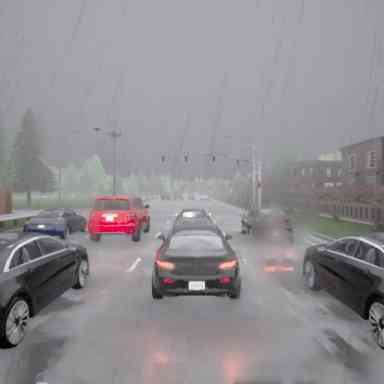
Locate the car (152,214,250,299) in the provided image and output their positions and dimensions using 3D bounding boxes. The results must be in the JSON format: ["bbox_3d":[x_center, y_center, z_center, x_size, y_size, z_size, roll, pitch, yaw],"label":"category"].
[{"bbox_3d":[0.085,1.522,8.315,1.812,1.442,4.674,0,0,0],"label":"car"}]

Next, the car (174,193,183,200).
[{"bbox_3d":[-3.622,1.174,89.815,2.150,2.045,5.566,0,0,0],"label":"car"}]

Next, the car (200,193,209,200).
[{"bbox_3d":[3.378,1.174,89.824,2.150,2.045,5.566,0,0,0],"label":"car"}]

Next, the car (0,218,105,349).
[{"bbox_3d":[-3.417,1.489,6.231,2.128,1.511,4.902,0,0,0],"label":"car"}]

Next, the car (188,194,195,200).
[{"bbox_3d":[-0.122,1.489,89.790,2.033,1.411,5.357,0,0,0],"label":"car"}]

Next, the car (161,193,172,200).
[{"bbox_3d":[-7.122,1.174,89.810,2.150,2.045,5.566,0,0,0],"label":"car"}]

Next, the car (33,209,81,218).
[{"bbox_3d":[-6.936,1.556,17.315,1.994,1.385,4.181,0,0,0],"label":"car"}]

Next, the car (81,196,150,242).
[{"bbox_3d":[-3.435,1.214,16.541,2.150,2.045,5.566,0,0,0],"label":"car"}]

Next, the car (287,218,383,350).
[{"bbox_3d":[3.585,1.489,6.132,2.128,1.511,4.902,0,0,0],"label":"car"}]

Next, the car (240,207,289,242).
[{"bbox_3d":[3.561,1.497,16.273,1.837,1.490,4.892,0,0,0],"label":"car"}]

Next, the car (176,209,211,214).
[{"bbox_3d":[0.062,1.556,17.063,1.994,1.385,4.181,0,0,0],"label":"car"}]
